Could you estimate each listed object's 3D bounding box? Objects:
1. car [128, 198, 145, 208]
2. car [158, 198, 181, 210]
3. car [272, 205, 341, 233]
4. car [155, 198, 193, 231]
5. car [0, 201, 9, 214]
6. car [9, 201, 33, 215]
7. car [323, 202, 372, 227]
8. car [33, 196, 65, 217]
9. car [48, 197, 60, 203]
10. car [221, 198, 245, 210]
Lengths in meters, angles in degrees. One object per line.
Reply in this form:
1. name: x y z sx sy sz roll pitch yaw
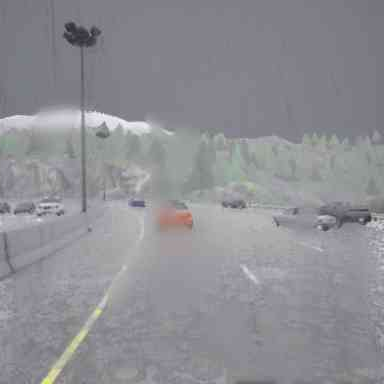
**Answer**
1. car: -8.799 1.699 52.640 1.882 1.535 5.008 0 0 -21
2. car: -3.207 1.616 46.833 2.128 1.511 4.902 -1 0 -18
3. car: 6.285 1.532 19.348 1.895 1.301 4.718 -1 0 -8
4. car: -1.242 1.405 21.385 2.097 1.767 4.553 -1 0 -8
5. car: -23.750 1.943 41.078 1.837 1.490 4.892 -1 0 -17
6. car: -19.481 1.874 38.983 1.837 1.490 4.892 -1 0 -16
7. car: 9.362 1.377 21.468 2.128 1.511 4.902 -1 0 -8
8. car: -14.884 1.512 35.356 2.150 2.045 5.566 -1 0 -14
9. car: -30.595 1.810 73.672 1.895 1.301 4.718 -1 0 -31
10. car: 5.229 1.489 42.778 1.837 1.490 4.892 1 0 -16
